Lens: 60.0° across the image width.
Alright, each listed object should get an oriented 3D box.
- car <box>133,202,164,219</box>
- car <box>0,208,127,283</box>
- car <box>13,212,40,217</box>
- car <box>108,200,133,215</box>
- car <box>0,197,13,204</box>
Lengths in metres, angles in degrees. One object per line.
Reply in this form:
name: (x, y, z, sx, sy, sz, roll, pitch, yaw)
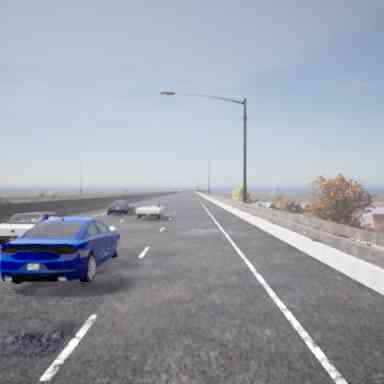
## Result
car: (-3.406, 1.511, 28.105, 1.895, 1.301, 4.718, 0, 0, 0)
car: (-3.401, 1.448, 9.601, 1.882, 1.535, 5.008, 0, 0, 0)
car: (-6.903, 1.554, 15.110, 1.895, 1.301, 4.718, 0, 0, 0)
car: (-6.907, 1.459, 32.745, 1.994, 1.385, 4.181, 0, 0, 0)
car: (-17.506, 1.047, 29.260, 1.812, 1.442, 4.674, 0, 0, 0)
